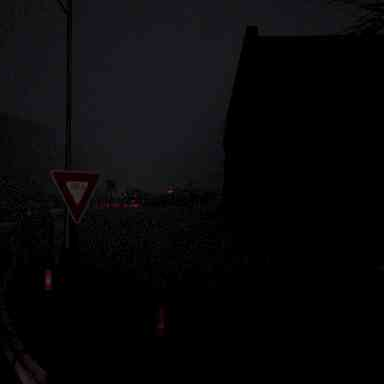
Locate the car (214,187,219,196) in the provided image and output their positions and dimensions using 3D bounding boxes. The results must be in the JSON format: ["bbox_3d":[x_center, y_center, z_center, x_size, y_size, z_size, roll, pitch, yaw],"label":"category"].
[{"bbox_3d":[2.185,0.135,70.907,5.566,2.045,2.435,1,1,12],"label":"car"}]

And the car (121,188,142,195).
[{"bbox_3d":[-15.371,-0.130,84.879,4.892,1.521,2.231,1,1,12],"label":"car"}]

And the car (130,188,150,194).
[{"bbox_3d":[-14.191,-0.226,90.265,4.892,1.521,2.231,1,1,12],"label":"car"}]

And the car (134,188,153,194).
[{"bbox_3d":[-13.601,-0.273,92.956,4.892,1.521,2.231,1,1,12],"label":"car"}]

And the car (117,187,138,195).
[{"bbox_3d":[-15.935,-0.207,82.179,4.553,1.767,2.185,1,1,12],"label":"car"}]

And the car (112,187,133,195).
[{"bbox_3d":[-16.586,-0.157,79.498,4.553,1.767,2.185,1,1,12],"label":"car"}]

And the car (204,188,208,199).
[{"bbox_3d":[-0.184,0.611,60.052,5.008,1.535,2.097,1,1,12],"label":"car"}]

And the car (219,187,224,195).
[{"bbox_3d":[4.005,-0.022,78.913,5.566,2.045,2.435,1,1,12],"label":"car"}]

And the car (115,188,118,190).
[{"bbox_3d":[-18.737,0.181,68.684,5.366,1.575,1.946,1,1,12],"label":"car"}]

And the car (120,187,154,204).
[{"bbox_3d":[-7.728,0.527,47.402,2.150,2.045,5.566,1,1,13],"label":"car"}]

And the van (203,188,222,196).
[{"bbox_3d":[5.285,-0.096,84.322,4.442,1.987,1.878,1,1,12],"label":"van"}]

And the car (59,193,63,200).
[{"bbox_3d":[-22.465,0.489,52.564,5.008,1.535,2.097,1,1,12],"label":"car"}]

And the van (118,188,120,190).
[{"bbox_3d":[-18.211,-0.097,71.386,4.442,1.987,1.878,1,1,12],"label":"van"}]

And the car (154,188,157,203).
[{"bbox_3d":[-5.534,0.620,57.427,2.128,1.511,4.902,1,1,13],"label":"car"}]

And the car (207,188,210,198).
[{"bbox_3d":[0.398,0.558,62.642,4.892,1.521,2.231,1,1,12],"label":"car"}]

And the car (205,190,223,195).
[{"bbox_3d":[5.788,0.117,87.189,4.674,1.452,2.002,1,1,12],"label":"car"}]

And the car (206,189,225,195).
[{"bbox_3d":[6.332,0.060,89.787,4.792,1.488,2.163,1,1,12],"label":"car"}]

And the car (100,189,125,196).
[{"bbox_3d":[-17.743,0.073,74.111,5.008,1.535,2.097,1,1,12],"label":"car"}]

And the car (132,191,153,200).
[{"bbox_3d":[-8.525,0.589,57.782,1.837,1.490,4.892,1,1,12],"label":"car"}]

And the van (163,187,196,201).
[{"bbox_3d":[-2.081,0.547,51.927,4.442,1.987,1.878,1,1,12],"label":"van"}]

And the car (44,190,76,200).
[{"bbox_3d":[-21.868,0.482,55.255,4.674,1.452,2.002,1,1,12],"label":"car"}]

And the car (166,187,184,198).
[{"bbox_3d":[-3.360,0.141,67.484,2.150,2.045,5.566,1,1,12],"label":"car"}]

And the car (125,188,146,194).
[{"bbox_3d":[-14.781,-0.179,87.572,4.892,1.521,2.231,1,1,12],"label":"car"}]

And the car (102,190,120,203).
[{"bbox_3d":[-10.648,0.781,48.070,1.812,1.442,4.674,1,1,13],"label":"car"}]

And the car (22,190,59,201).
[{"bbox_3d":[-23.019,0.408,49.856,4.553,1.767,2.185,1,1,12],"label":"car"}]

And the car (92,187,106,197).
[{"bbox_3d":[-19.533,-0.016,66.031,5.566,2.045,2.435,1,1,12],"label":"car"}]

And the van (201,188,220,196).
[{"bbox_3d":[4.460,-0.051,81.660,4.442,1.987,1.878,1,1,12],"label":"van"}]

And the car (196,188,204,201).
[{"bbox_3d":[-0.770,0.545,57.206,4.553,1.767,2.185,1,1,12],"label":"car"}]

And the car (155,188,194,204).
[{"bbox_3d":[-2.562,0.697,49.058,4.553,1.767,2.185,1,1,12],"label":"car"}]

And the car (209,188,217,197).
[{"bbox_3d":[1.767,0.444,68.031,5.366,1.575,1.946,1,1,12],"label":"car"}]

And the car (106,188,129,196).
[{"bbox_3d":[-17.176,-0.106,76.806,4.553,1.767,2.185,1,1,12],"label":"car"}]

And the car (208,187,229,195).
[{"bbox_3d":[7.531,-0.313,95.210,5.566,2.045,2.435,1,1,12],"label":"car"}]
